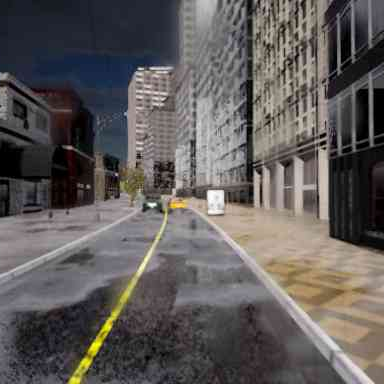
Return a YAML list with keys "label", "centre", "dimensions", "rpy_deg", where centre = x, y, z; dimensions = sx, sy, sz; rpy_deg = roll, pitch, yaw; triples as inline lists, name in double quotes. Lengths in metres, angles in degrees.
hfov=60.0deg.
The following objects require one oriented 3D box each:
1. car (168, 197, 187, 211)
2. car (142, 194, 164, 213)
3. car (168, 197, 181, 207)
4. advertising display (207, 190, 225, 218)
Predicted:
- label: "car"
  centre: [-1.701, 1.477, 40.629]
  dimensions: [1.882, 1.535, 5.008]
  rpy_deg: [0, 0, -4]
- label: "car"
  centre: [-4.295, 1.220, 36.930]
  dimensions: [2.150, 2.045, 5.566]
  rpy_deg: [0, 0, -4]
- label: "car"
  centre: [-2.708, 1.520, 51.279]
  dimensions: [1.812, 1.442, 4.674]
  rpy_deg: [0, 0, -6]
- label: "advertising display"
  centre: [2.090, 1.030, 29.324]
  dimensions: [1.540, 2.440, 0.280]
  rpy_deg: [-1, -1, -3]
